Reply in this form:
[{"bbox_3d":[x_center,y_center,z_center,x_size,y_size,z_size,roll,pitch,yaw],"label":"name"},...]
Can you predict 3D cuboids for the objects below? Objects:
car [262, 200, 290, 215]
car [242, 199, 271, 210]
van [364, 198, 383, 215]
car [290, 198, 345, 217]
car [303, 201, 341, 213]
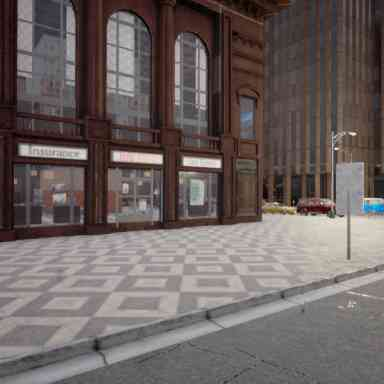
[{"bbox_3d":[9.508,1.799,37.109,1.752,1.417,4.829,0,0,-35],"label":"car"},{"bbox_3d":[9.886,1.892,51.361,1.967,1.590,4.097,-1,0,-35],"label":"car"},{"bbox_3d":[19.611,1.589,37.576,1.690,1.788,3.998,-1,0,-35],"label":"van"},{"bbox_3d":[12.649,1.522,32.654,2.192,1.841,5.009,0,0,-35],"label":"car"},{"bbox_3d":[16.372,1.898,42.170,1.802,1.307,4.206,-1,0,-35],"label":"car"}]
